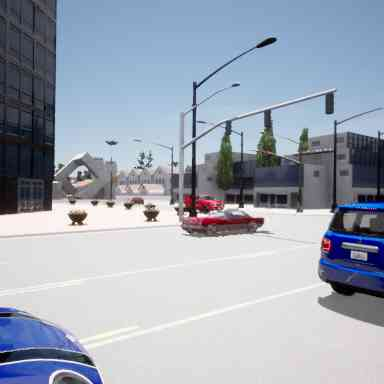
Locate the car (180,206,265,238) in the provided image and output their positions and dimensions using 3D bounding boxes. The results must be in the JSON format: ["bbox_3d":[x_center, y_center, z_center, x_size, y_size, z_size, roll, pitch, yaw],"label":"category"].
[{"bbox_3d":[1.711,1.631,18.128,4.718,1.301,1.895,0,0,-36],"label":"car"}]

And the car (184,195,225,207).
[{"bbox_3d":[1.267,1.314,36.702,2.150,2.045,5.566,1,-1,-35],"label":"car"}]

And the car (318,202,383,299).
[{"bbox_3d":[5.179,1.239,7.497,5.566,2.045,2.150,0,0,-35],"label":"car"}]

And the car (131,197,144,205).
[{"bbox_3d":[-10.272,1.646,62.296,1.882,1.535,5.008,1,0,-20],"label":"car"}]

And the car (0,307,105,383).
[{"bbox_3d":[-2.747,1.352,1.783,4.553,1.767,2.097,0,0,-35],"label":"car"}]
